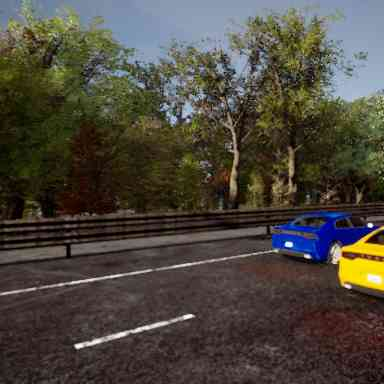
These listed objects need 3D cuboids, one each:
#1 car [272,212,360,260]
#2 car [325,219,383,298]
[{"bbox_3d":[4.975,1.455,11.658,5.008,1.535,1.882,0,0,-36],"label":"car"},{"bbox_3d":[5.408,1.458,7.653,5.008,1.535,1.882,0,0,-36],"label":"car"}]
